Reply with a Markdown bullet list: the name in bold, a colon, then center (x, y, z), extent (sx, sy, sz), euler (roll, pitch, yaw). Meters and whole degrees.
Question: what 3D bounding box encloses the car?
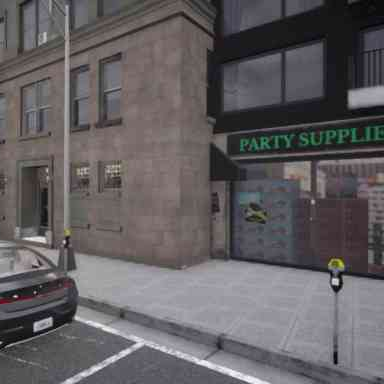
- **car**: center (-3.788, 1.549, 5.746), extent (4.403, 1.369, 2.008), euler (0, 0, 35)
